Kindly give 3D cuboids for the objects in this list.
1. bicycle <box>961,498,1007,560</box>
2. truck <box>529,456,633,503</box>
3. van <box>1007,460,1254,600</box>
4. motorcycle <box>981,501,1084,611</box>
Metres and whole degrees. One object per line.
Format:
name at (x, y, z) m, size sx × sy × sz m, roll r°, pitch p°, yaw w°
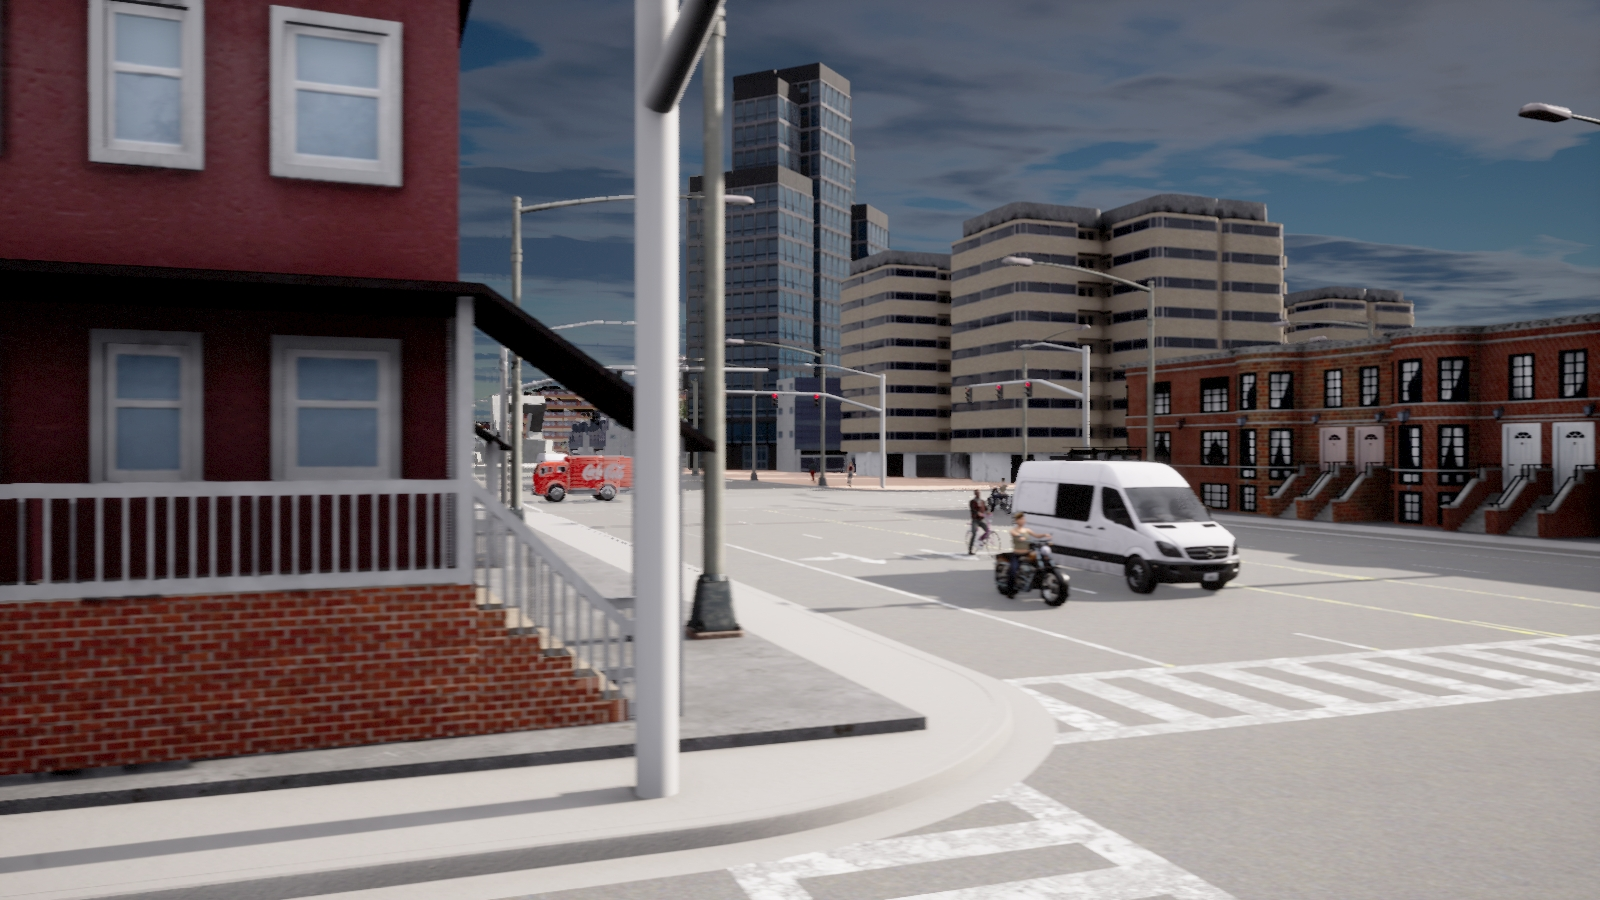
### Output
bicycle at (4.817, 2.045, 29.995) m, size 0.329 × 1.496 × 1.835 m, roll -1°, pitch 0°, yaw -20°
truck at (-11.884, 1.569, 61.961) m, size 5.204 × 2.467 × 2.627 m, roll 0°, pitch 0°, yaw -20°
van at (6.822, 1.534, 24.486) m, size 1.988 × 2.561 × 5.915 m, roll 0°, pitch 0°, yaw -20°
motorcycle at (4.280, 1.907, 21.230) m, size 0.764 × 1.802 × 2.356 m, roll 0°, pitch 0°, yaw -20°
